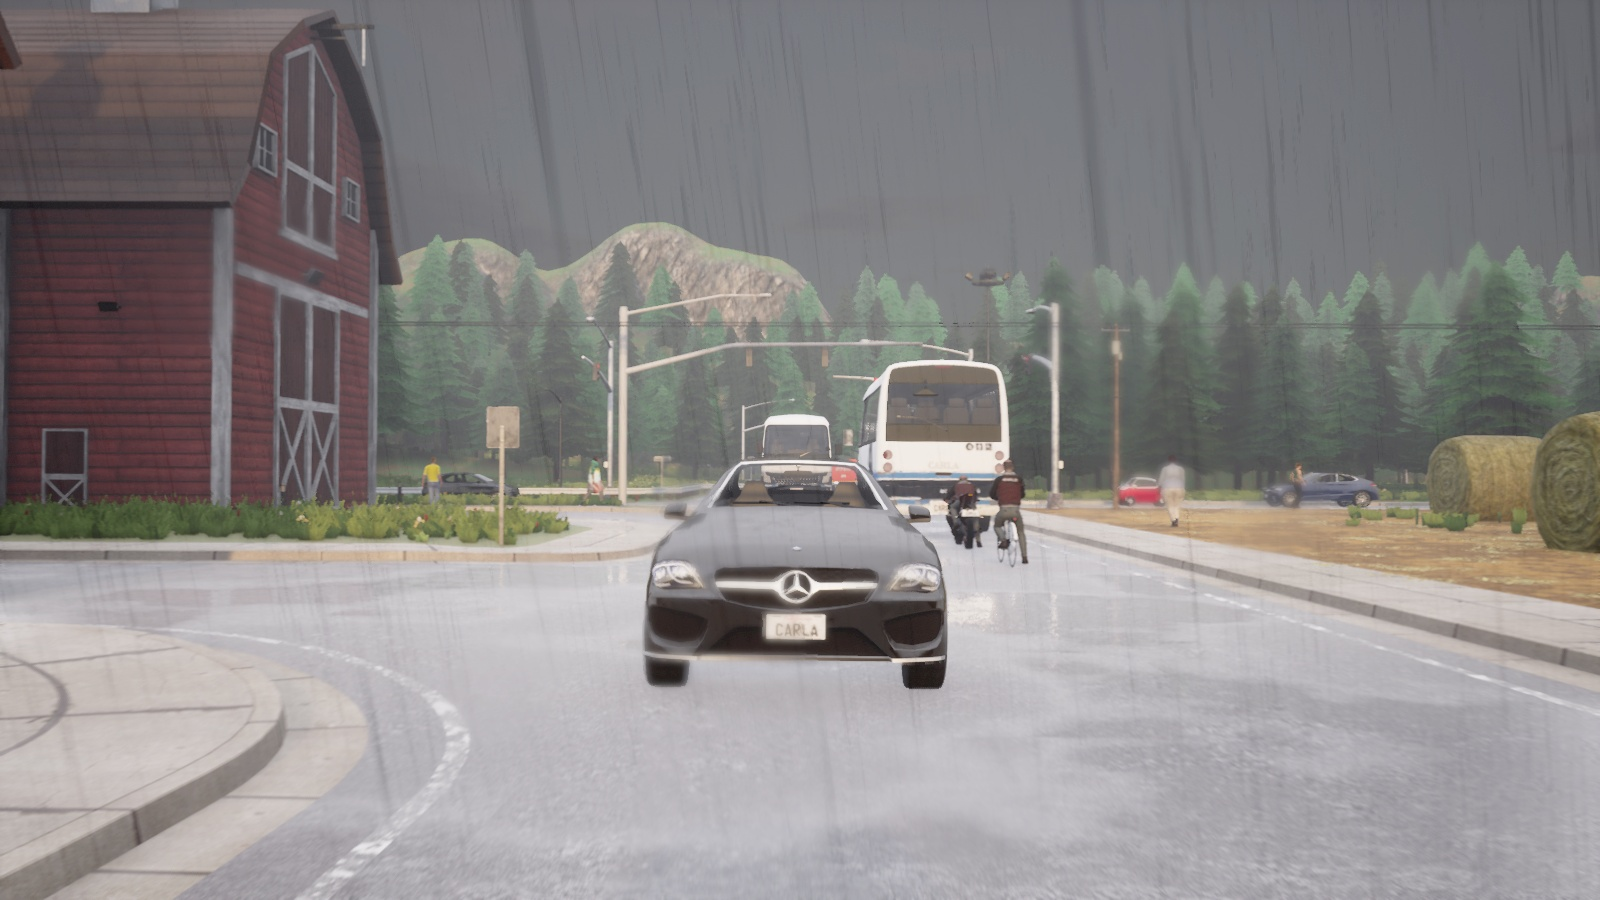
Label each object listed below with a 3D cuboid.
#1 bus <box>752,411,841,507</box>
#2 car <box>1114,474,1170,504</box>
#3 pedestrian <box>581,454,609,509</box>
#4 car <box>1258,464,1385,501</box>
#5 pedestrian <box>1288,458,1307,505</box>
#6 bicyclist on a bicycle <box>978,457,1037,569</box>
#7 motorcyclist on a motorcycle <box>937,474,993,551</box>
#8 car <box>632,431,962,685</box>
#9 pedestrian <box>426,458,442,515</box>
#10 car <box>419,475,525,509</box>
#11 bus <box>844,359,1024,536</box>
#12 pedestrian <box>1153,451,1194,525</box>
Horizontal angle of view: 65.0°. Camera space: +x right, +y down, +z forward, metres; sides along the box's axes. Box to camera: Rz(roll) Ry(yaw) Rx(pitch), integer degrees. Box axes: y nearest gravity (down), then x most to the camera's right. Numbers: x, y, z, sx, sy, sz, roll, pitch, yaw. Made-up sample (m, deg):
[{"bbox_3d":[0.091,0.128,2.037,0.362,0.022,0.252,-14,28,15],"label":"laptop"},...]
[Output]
[{"bbox_3d":[-0.159,0.474,61.346,3.944,4.253,10.273,0,-1,0],"label":"bus"},{"bbox_3d":[15.936,1.813,58.566,2.207,1.376,1.481,0,-1,1],"label":"car"},{"bbox_3d":[-7.382,1.142,45.258,0.873,1.952,0.659,0,-1,-23],"label":"pedestrian"},{"bbox_3d":[24.210,1.502,58.442,5.027,1.651,2.152,0,-1,1],"label":"car"},{"bbox_3d":[19.643,1.227,49.555,0.594,1.836,0.345,0,-1,-7],"label":"pedestrian"},{"bbox_3d":[3.447,1.022,20.985,0.659,1.776,1.843,0,-1,0],"label":"bicyclist on a bicycle"},{"bbox_3d":[3.434,1.277,26.333,0.866,1.530,2.191,0,-1,0],"label":"motorcyclist on a motorcycle"},{"bbox_3d":[-0.025,0.722,10.730,2.152,1.651,5.027,0,0,0],"label":"car"},{"bbox_3d":[-12.094,1.201,41.516,0.354,1.836,0.706,0,-1,-2],"label":"pedestrian"},{"bbox_3d":[-14.472,1.843,55.539,4.193,1.474,1.816,0,-1,1],"label":"car"},{"bbox_3d":[3.406,0.013,35.369,3.944,4.253,10.273,0,-1,0],"label":"bus"},{"bbox_3d":[9.504,0.967,31.997,0.874,1.855,0.900,0,-1,8],"label":"pedestrian"}]
